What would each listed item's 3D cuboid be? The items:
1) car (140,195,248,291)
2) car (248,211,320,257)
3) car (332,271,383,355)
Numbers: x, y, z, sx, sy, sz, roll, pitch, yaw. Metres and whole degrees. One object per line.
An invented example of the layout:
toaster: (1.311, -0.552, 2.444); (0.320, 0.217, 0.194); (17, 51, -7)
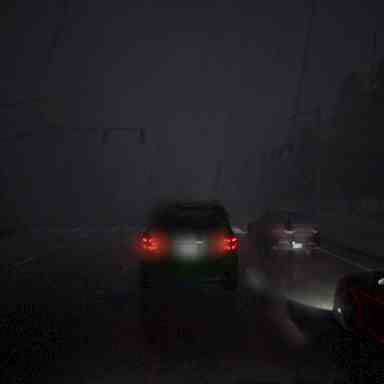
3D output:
car: (-0.098, 1.221, 9.194); (2.150, 2.045, 5.566); (0, 0, -1)
car: (3.336, 1.491, 12.951); (2.128, 1.511, 4.902); (0, 0, 0)
car: (3.425, 1.564, 4.043); (1.994, 1.385, 4.181); (0, 0, -1)
